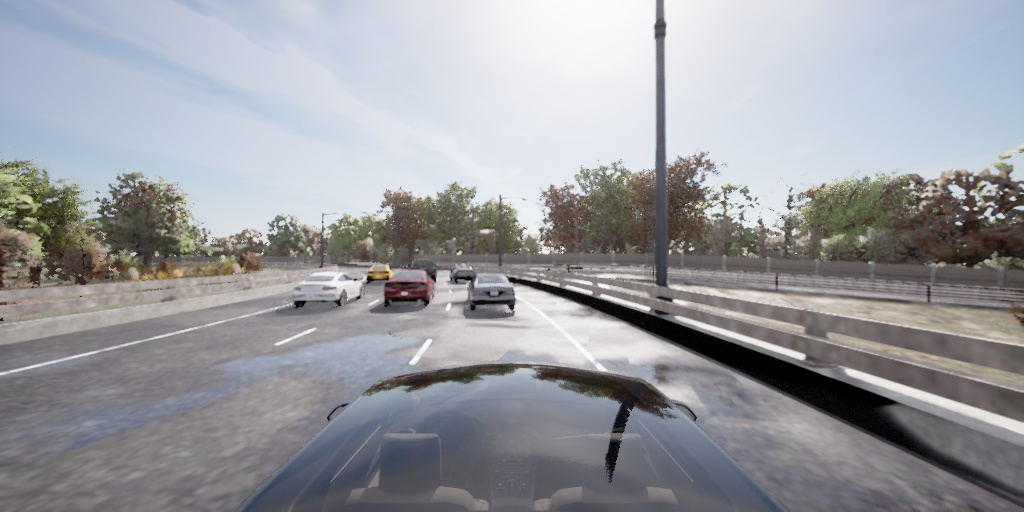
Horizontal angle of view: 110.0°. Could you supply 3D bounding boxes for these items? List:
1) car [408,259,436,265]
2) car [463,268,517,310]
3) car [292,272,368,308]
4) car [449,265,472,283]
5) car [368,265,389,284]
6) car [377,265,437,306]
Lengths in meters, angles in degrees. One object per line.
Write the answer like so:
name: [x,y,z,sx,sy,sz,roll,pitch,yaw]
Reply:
car: [-7.643,1.281,30.679,2.150,2.045,5.566,0,0,-16]
car: [-0.982,1.442,15.650,2.033,1.411,5.357,0,-1,-8]
car: [-8.138,1.433,16.168,1.812,1.442,4.674,0,0,-8]
car: [-4.538,1.565,32.492,2.128,1.511,4.902,0,0,-16]
car: [-11.508,1.545,31.370,1.882,1.535,5.008,0,0,-17]
car: [-4.720,1.389,16.947,1.882,1.535,5.008,0,0,-8]
